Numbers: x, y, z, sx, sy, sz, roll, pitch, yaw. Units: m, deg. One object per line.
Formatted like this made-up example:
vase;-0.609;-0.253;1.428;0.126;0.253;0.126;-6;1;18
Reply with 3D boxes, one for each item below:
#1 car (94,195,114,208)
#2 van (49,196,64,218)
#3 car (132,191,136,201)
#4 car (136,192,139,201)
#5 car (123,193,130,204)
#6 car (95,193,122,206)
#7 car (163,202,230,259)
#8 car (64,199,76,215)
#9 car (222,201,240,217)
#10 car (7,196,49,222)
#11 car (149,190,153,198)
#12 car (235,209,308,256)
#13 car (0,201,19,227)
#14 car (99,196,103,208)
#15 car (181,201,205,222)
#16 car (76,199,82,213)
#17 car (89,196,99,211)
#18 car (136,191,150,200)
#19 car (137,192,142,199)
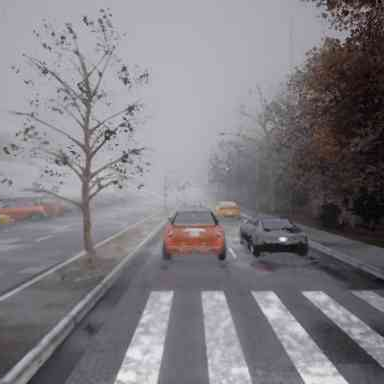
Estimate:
car;-13.845;1.543;46.745;4.674;1.452;2.002;-1;1;-20
van;-13.761;1.346;28.886;4.442;1.987;1.878;-1;0;-20
car;-13.804;1.197;64.653;4.553;1.767;2.185;-1;1;-20
car;-13.824;1.333;67.627;4.674;1.452;2.002;-1;1;-20
car;-13.819;1.165;55.709;5.566;2.045;2.435;-1;0;-20
car;-13.875;1.227;49.713;5.566;2.045;2.435;-1;1;-20
car;0.090;1.374;12.817;2.097;1.767;4.553;0;0;0
car;-13.858;1.612;31.819;4.674;1.452;2.002;-1;0;-20
car;3.101;1.556;29.701;1.882;1.535;5.008;0;0;0
car;-13.841;1.441;25.859;4.553;1.767;2.185;-1;0;-20
car;-13.981;1.071;88.574;5.366;1.575;1.946;-1;1;-20
car;3.092;1.588;13.317;1.994;1.385;4.181;0;0;0
car;-13.700;1.541;19.949;5.366;1.575;1.946;-1;-1;-20
car;-13.827;1.575;40.788;4.792;1.488;2.163;-1;0;-20
car;0.097;1.583;28.383;1.837;1.490;4.892;0;0;0
car;-13.886;1.600;34.791;4.792;1.488;2.163;-1;0;-20
car;-13.685;1.553;37.860;5.366;1.575;1.946;-1;0;-20
car;-13.789;1.165;82.651;4.792;1.488;2.163;-1;0;-20
car;-13.800;1.290;70.645;4.792;1.488;2.163;-1;0;-20
